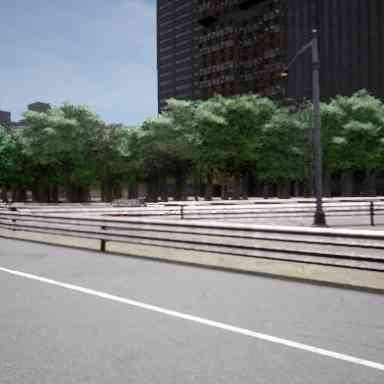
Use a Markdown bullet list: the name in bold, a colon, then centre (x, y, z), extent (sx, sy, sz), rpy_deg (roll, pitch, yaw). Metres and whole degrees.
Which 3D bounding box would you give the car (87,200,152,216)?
- **car**: centre (-5.295, 1.369, 24.260), extent (4.553, 1.767, 2.097), rpy_deg (-1, -1, 9)
